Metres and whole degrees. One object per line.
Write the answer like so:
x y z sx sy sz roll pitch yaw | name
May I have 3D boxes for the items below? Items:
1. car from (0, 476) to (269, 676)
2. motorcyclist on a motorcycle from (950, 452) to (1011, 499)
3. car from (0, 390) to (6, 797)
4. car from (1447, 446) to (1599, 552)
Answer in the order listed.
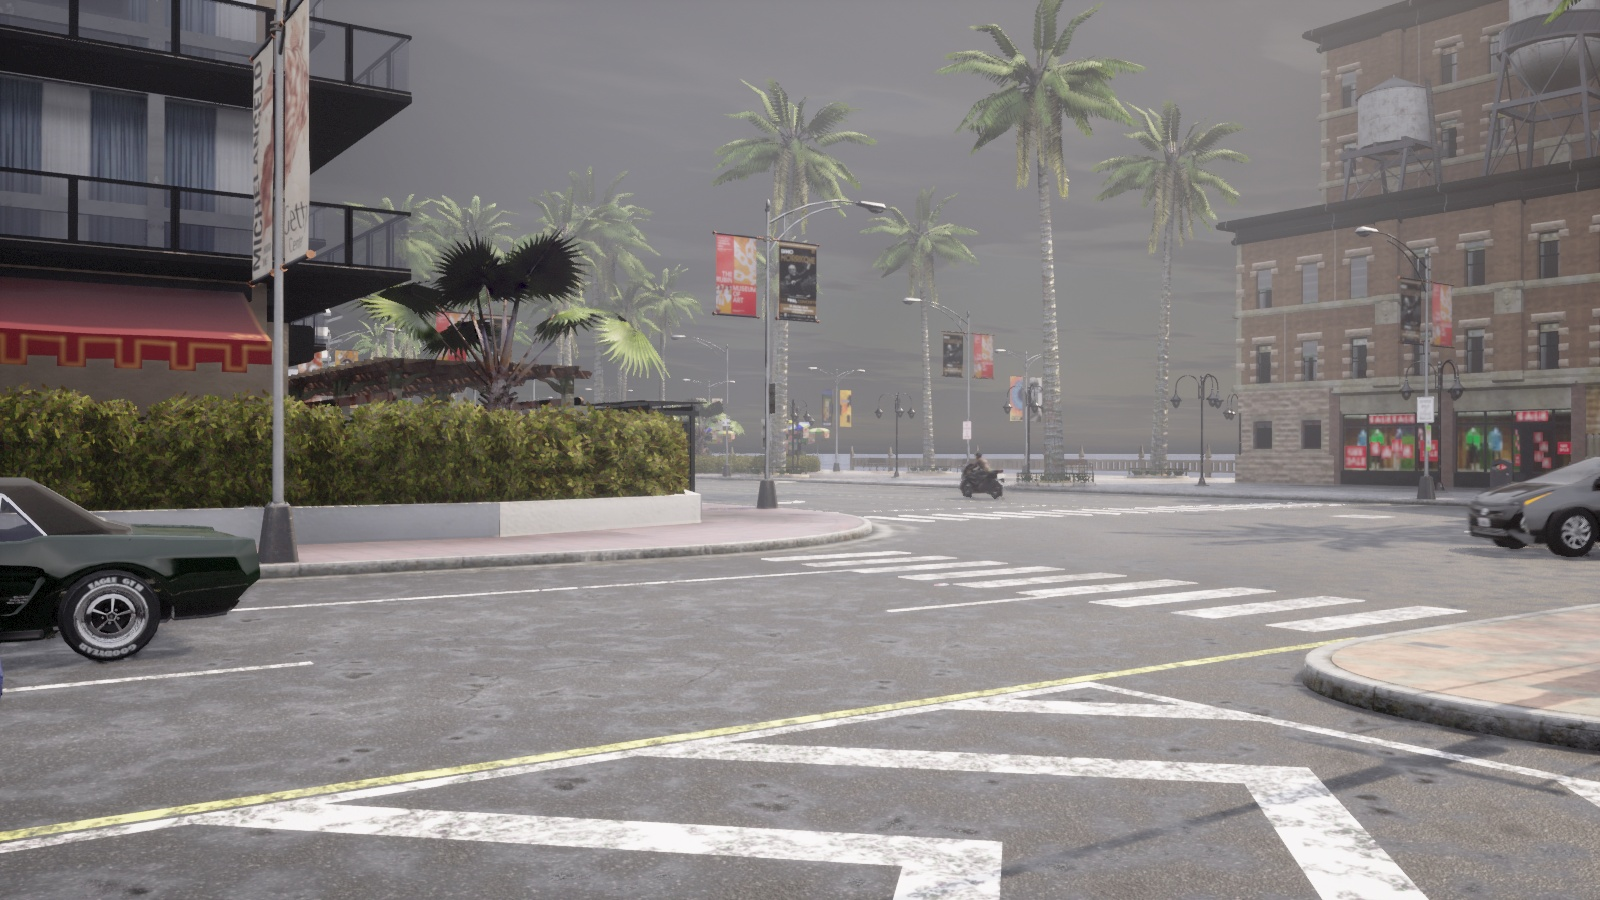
-6.481 0.881 8.894 4.718 1.301 1.895 0 0 -35 | car
5.897 0.815 41.179 0.797 1.523 2.044 0 0 -34 | motorcyclist on a motorcycle
-5.925 0.628 5.020 4.553 1.767 2.097 0 0 -35 | car
12.609 0.711 19.086 4.514 1.525 2.007 0 0 2 | car
